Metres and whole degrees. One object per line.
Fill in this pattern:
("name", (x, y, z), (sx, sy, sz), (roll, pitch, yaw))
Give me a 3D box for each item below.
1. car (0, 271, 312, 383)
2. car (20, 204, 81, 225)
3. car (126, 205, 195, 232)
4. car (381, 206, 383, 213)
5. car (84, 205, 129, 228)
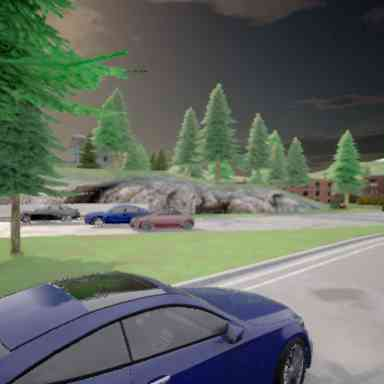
("car", (-0.634, 1.558, 3.248), (4.674, 1.442, 1.812), (1, 0, -42))
("car", (-11.321, 1.716, 26.081), (4.902, 1.511, 2.128), (0, -1, -17))
("car", (-1.908, 1.780, 21.648), (4.181, 1.385, 1.994), (0, -1, -17))
("car", (27.529, 2.172, 44.703), (4.718, 1.301, 1.895), (1, -1, -32))
("car", (-5.217, 1.708, 24.276), (5.008, 1.535, 1.882), (1, -1, -17))
